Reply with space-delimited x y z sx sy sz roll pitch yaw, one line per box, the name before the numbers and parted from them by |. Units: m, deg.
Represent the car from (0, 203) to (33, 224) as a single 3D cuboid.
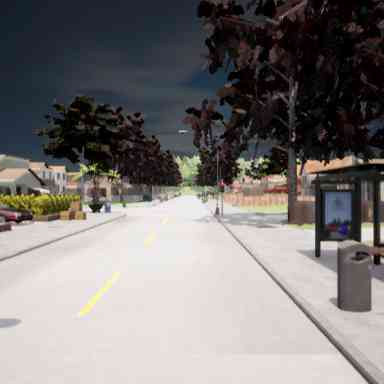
car | -12.884 1.321 20.750 5.357 1.415 2.033 0 0 3
